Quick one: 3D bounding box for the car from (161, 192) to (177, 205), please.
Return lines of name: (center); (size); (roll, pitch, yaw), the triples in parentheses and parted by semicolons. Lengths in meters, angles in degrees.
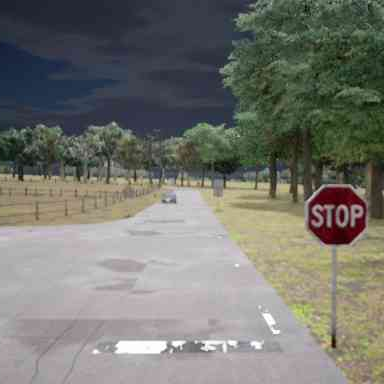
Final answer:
car: (-2.870, 0.763, 42.277); (2.128, 1.511, 4.902); (0, 2, 0)
